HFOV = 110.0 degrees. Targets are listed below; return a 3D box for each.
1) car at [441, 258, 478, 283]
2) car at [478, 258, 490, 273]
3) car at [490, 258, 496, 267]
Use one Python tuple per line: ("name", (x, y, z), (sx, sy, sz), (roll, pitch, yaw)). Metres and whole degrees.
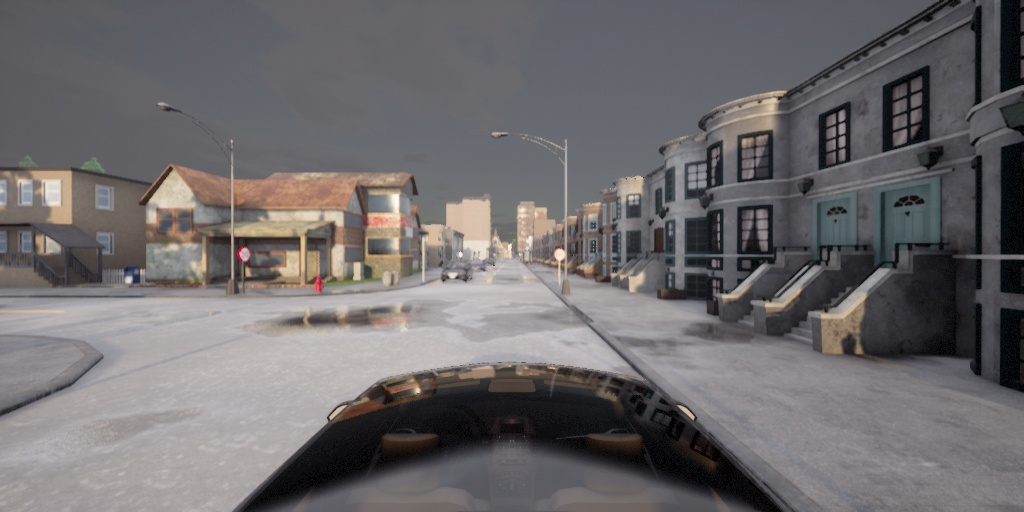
("car", (-4.033, 1.151, 26.841), (2.128, 1.511, 4.902), (0, 0, 0))
("car", (-3.982, 1.133, 41.741), (1.812, 1.442, 4.674), (0, 0, 0))
("car", (-3.823, 1.046, 61.550), (1.837, 1.490, 4.892), (0, 0, 0))
